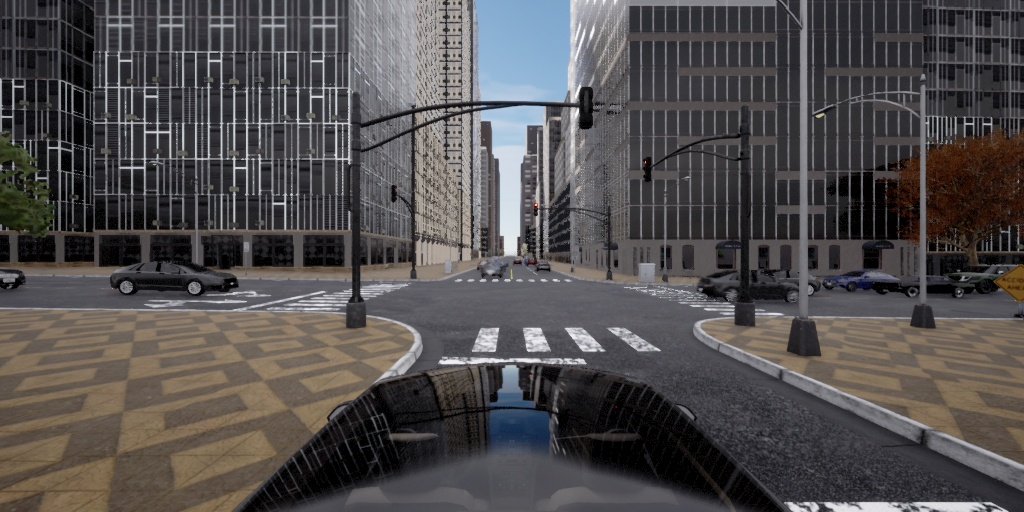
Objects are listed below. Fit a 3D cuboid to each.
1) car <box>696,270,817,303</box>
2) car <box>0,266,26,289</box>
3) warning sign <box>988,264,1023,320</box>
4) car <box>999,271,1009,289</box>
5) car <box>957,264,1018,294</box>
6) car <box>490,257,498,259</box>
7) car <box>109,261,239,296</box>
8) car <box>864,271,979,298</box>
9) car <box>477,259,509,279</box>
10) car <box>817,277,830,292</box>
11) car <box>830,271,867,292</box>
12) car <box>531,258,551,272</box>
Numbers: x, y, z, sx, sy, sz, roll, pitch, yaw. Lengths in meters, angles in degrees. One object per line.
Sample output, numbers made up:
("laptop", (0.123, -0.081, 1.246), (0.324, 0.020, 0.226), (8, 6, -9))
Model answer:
("car", (11.870, 1.495, 17.929), (4.892, 1.490, 1.837), (1, 1, 1))
("car", (-25.296, 0.802, 16.194), (4.902, 1.511, 2.128), (1, 0, -3))
("warning sign", (17.270, 1.204, 12.178), (1.060, 1.860, 1.300), (0, 0, -3))
("car", (34.124, 1.914, 22.418), (4.674, 1.442, 1.812), (1, 0, -2))
("car", (34.189, 1.610, 25.680), (5.566, 2.045, 2.150), (1, 0, -3))
("car", (-1.567, 1.250, 48.409), (2.128, 1.511, 4.902), (0, 0, 0))
("car", (-15.512, 0.995, 16.649), (4.892, 1.490, 1.837), (1, 0, -3))
("car", (25.033, 1.826, 22.004), (4.718, 1.301, 1.895), (1, 0, -3))
("car", (-1.709, 1.260, 33.366), (2.128, 1.511, 4.902), (0, 0, 4))
("car", (15.789, 1.564, 21.579), (4.892, 1.490, 1.837), (1, 0, -4))
("car", (24.561, 1.741, 25.232), (4.674, 1.442, 1.812), (1, 0, -3))
("car", (3.907, 1.329, 45.974), (1.948, 1.339, 4.313), (0, 0, 0))
